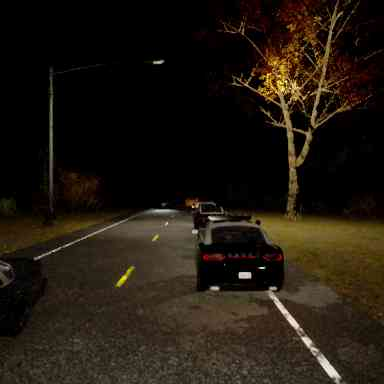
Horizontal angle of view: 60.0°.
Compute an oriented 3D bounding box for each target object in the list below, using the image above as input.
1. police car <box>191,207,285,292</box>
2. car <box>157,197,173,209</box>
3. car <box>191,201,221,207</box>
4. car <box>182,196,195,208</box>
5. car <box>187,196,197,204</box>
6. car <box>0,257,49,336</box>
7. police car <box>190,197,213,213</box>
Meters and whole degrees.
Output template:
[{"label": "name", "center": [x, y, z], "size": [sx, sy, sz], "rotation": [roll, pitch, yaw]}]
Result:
[{"label": "police car", "center": [1.030, 1.425, 9.096], "size": [1.930, 1.638, 5.238], "rotation": [0, 0, 0]}, {"label": "car", "center": [-3.631, 1.482, 44.988], "size": [2.128, 1.511, 4.902], "rotation": [0, 0, 0]}, {"label": "car", "center": [1.016, 1.504, 18.980], "size": [1.837, 1.490, 4.892], "rotation": [0, 0, 0]}, {"label": "car", "center": [-0.003, 1.467, 47.094], "size": [1.882, 1.535, 5.008], "rotation": [0, 0, 1]}, {"label": "car", "center": [-0.036, 1.482, 65.128], "size": [1.837, 1.490, 4.892], "rotation": [0, 0, 0]}, {"label": "car", "center": [-3.609, 1.547, 3.948], "size": [2.033, 1.411, 5.357], "rotation": [0, 0, 0]}, {"label": "police car", "center": [1.016, 1.422, 25.090], "size": [1.930, 1.638, 5.238], "rotation": [0, 0, 0]}]
